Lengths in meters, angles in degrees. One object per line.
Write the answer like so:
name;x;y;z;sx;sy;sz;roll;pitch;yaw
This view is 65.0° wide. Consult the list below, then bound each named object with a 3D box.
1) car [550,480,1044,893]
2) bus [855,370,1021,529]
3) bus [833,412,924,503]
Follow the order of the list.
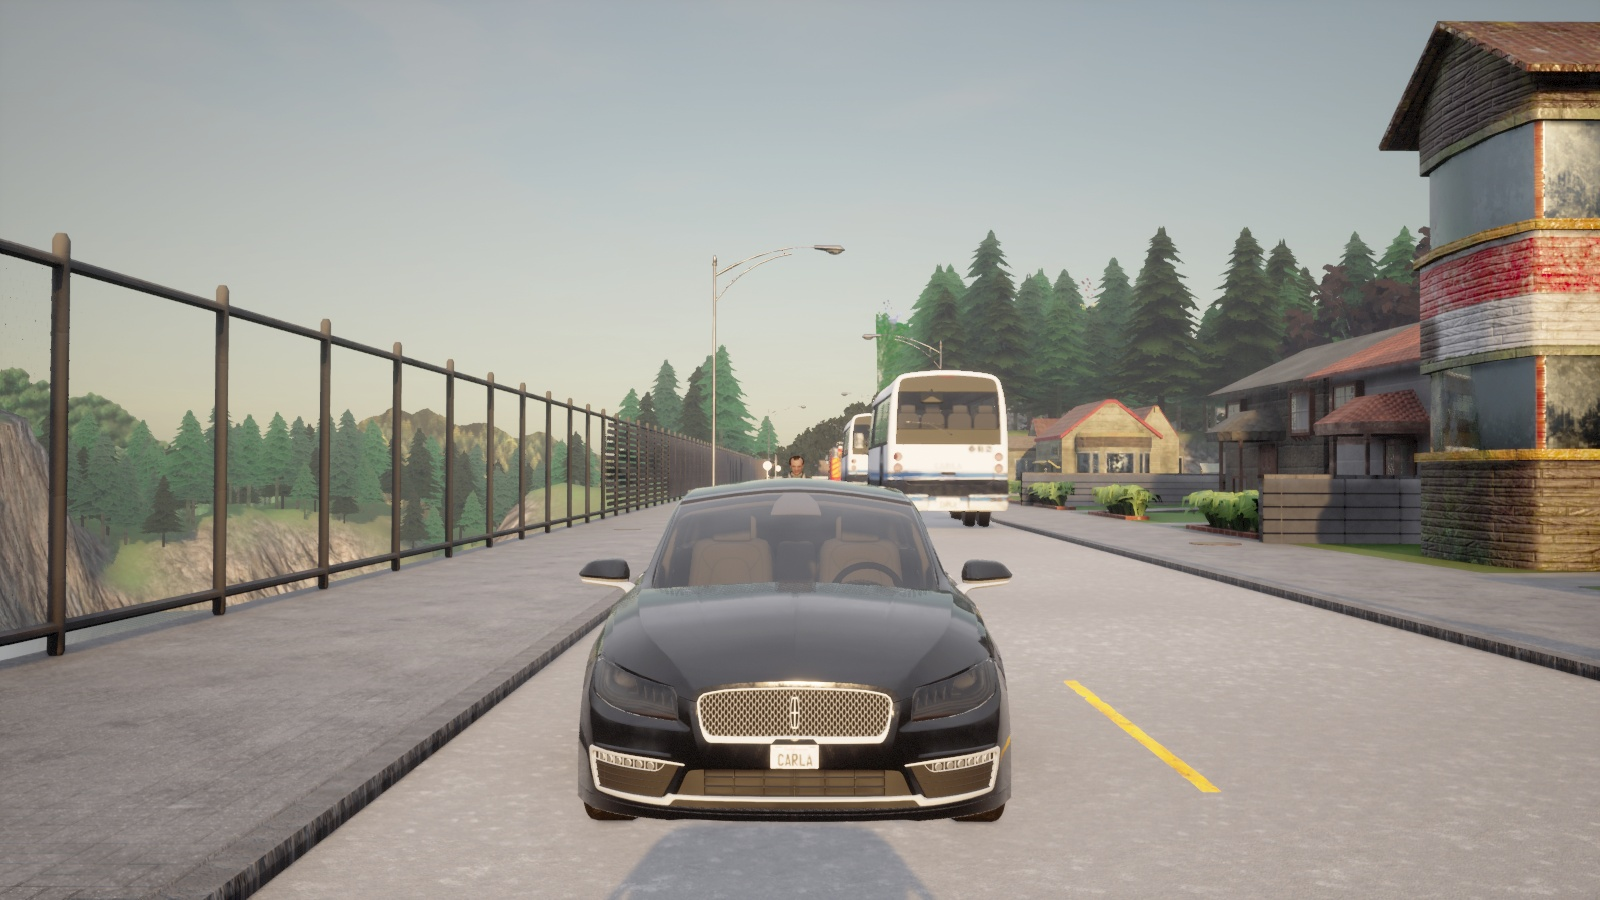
car;-0.017;0.939;7.131;1.837;1.490;4.892;0;-1;0
bus;3.904;0.070;38.649;3.944;4.253;10.273;0;-1;0
bus;3.843;0.498;64.211;3.944;4.253;10.273;0;-2;0
